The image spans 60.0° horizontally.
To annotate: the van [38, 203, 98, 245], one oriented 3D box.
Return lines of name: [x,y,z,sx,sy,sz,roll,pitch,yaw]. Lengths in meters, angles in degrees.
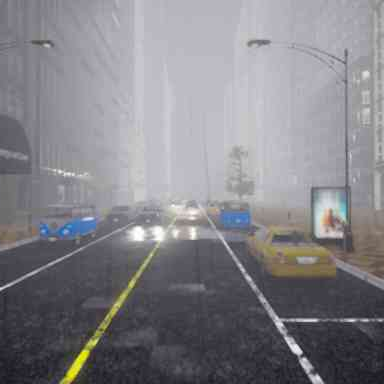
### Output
van: [-5.684,1.420,15.648,1.690,1.788,3.998,0,0,0]

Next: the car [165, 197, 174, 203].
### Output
car: [-5.693,1.980,83.916,1.887,1.381,4.507,0,0,0]

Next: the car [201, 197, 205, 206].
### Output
car: [2.690,1.835,55.450,2.008,1.369,4.403,0,0,0]

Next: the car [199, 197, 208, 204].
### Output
car: [2.688,1.955,78.206,2.008,1.369,4.403,0,0,0]

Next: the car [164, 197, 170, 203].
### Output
car: [-5.691,1.865,61.160,2.008,1.369,4.403,0,0,0]

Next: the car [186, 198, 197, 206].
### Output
car: [-0.007,1.887,62.807,1.994,1.385,4.181,0,0,0]

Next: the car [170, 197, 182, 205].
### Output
car: [-3.015,1.834,66.174,2.128,1.511,4.902,0,0,0]

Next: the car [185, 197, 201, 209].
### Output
car: [-0.005,1.782,50.097,1.812,1.442,4.674,0,0,0]

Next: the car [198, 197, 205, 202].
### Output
car: [2.686,2.064,95.271,1.947,1.339,4.313,0,0,0]

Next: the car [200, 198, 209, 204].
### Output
car: [2.688,1.956,72.517,1.802,1.307,4.206,0,0,0]

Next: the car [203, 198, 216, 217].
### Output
car: [2.347,1.626,33.142,1.801,1.575,5.366,0,0,0]

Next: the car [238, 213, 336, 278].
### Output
car: [2.696,1.576,10.109,1.752,1.417,4.829,0,0,0]

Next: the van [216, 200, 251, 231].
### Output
van: [2.696,1.449,21.318,1.690,1.788,3.998,0,0,0]

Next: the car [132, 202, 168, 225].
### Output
car: [-3.102,1.731,25.713,1.895,1.301,4.718,0,0,0]

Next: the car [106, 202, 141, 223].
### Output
car: [-5.687,1.703,27.026,1.947,1.339,4.313,0,0,0]

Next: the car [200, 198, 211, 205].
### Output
car: [2.689,1.888,66.828,1.887,1.381,4.507,0,0,0]

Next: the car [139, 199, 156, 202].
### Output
car: [-5.688,1.746,38.404,2.008,1.369,4.403,0,0,0]

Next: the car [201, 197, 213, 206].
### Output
car: [2.690,1.754,61.139,1.967,1.590,4.097,0,0,0]

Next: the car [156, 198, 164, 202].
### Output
car: [-5.689,1.695,49.783,1.967,1.590,4.097,0,0,0]

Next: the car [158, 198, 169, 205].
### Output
car: [-5.692,1.889,66.849,1.887,1.381,4.507,0,0,0]
